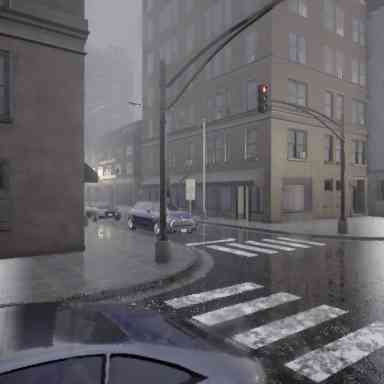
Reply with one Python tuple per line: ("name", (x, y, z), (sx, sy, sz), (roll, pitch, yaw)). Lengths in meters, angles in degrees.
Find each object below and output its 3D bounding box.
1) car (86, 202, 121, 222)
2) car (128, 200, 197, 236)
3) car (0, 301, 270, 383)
("car", (-6.991, 1.433, 25.336), (1.994, 1.385, 4.181), (0, 0, -35))
("car", (-1.692, 1.269, 17.936), (2.097, 1.767, 4.553), (0, 0, -36))
("car", (-1.381, 1.564, 2.086), (4.181, 1.385, 1.994), (0, 0, -36))
